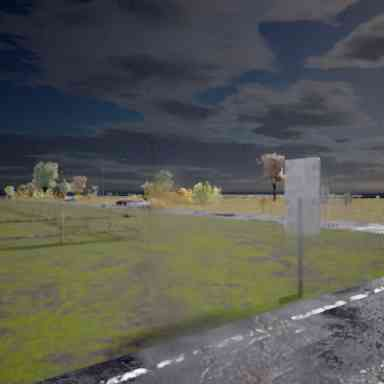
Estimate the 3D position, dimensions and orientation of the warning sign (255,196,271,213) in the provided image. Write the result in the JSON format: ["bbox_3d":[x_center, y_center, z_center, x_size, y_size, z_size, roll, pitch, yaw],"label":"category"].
[{"bbox_3d":[7.748,1.320,36.361,1.300,1.860,1.060,1,0,-35],"label":"warning sign"}]

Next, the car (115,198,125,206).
[{"bbox_3d":[-12.313,1.771,60.550,1.882,1.535,5.008,0,0,-35],"label":"car"}]

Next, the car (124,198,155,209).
[{"bbox_3d":[-7.786,1.839,49.250,1.895,1.301,4.718,0,0,-35],"label":"car"}]

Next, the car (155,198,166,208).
[{"bbox_3d":[-5.954,1.732,51.599,1.882,1.535,5.008,0,0,-34],"label":"car"}]
